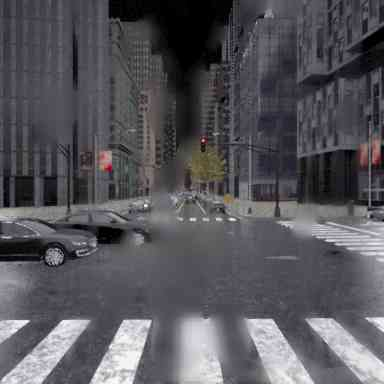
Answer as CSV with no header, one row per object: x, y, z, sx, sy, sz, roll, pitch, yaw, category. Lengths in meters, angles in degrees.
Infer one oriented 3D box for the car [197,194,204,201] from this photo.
2.493,1.565,62.634,2.008,1.369,4.403,0,0,0,car

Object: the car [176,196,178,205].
-3.247,1.607,44.642,1.895,1.301,4.718,0,0,0,car

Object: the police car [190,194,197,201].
0.452,1.460,90.604,1.930,1.638,5.238,0,0,0,police car

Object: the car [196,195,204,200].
2.289,1.590,94.367,2.008,1.369,4.403,0,0,0,car

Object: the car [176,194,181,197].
-3.311,1.538,57.803,1.812,1.442,4.674,0,0,0,car

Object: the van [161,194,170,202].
-6.129,1.365,77.594,1.690,1.788,3.998,0,0,0,van

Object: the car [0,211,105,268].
-5.658,1.588,10.963,4.892,1.490,1.837,-2,0,0,car

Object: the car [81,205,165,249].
-3.833,1.505,14.214,5.008,1.535,1.882,0,1,0,car

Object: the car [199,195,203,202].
2.557,1.560,52.762,2.008,1.369,4.403,0,0,0,car

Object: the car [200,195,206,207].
2.592,1.551,47.318,1.887,1.381,4.507,0,0,0,car

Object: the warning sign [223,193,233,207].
4.912,1.121,45.519,1.300,1.860,1.060,0,0,0,warning sign

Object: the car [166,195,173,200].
-6.233,1.620,93.832,1.802,1.307,4.206,0,0,0,car

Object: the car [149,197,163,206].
-5.989,1.577,55.941,1.947,1.339,4.313,0,0,0,car

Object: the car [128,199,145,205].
-5.863,1.555,36.377,2.008,1.369,4.403,0,0,0,car

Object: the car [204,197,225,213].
2.662,1.554,36.429,2.008,1.369,4.403,0,0,0,car

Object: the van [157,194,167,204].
-6.059,1.358,66.767,1.690,1.788,3.998,0,0,0,van

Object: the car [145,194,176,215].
-3.183,1.225,34.690,2.150,2.045,5.566,0,0,0,car

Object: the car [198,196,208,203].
2.425,1.587,73.213,1.947,1.339,4.313,0,0,0,car

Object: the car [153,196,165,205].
-6.023,1.539,61.184,1.752,1.417,4.829,0,0,0,car

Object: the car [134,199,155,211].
-5.895,1.556,41.370,2.008,1.369,4.403,0,0,0,car

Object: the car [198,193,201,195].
2.458,1.543,68.093,1.752,1.417,4.829,0,0,0,car

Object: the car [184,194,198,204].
-0.287,1.542,65.595,1.812,1.442,4.674,0,0,0,car

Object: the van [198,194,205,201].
2.356,1.370,83.790,1.690,1.788,3.998,0,0,0,van

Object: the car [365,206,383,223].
13.588,1.214,20.992,4.902,1.511,2.128,-1,0,0,car
